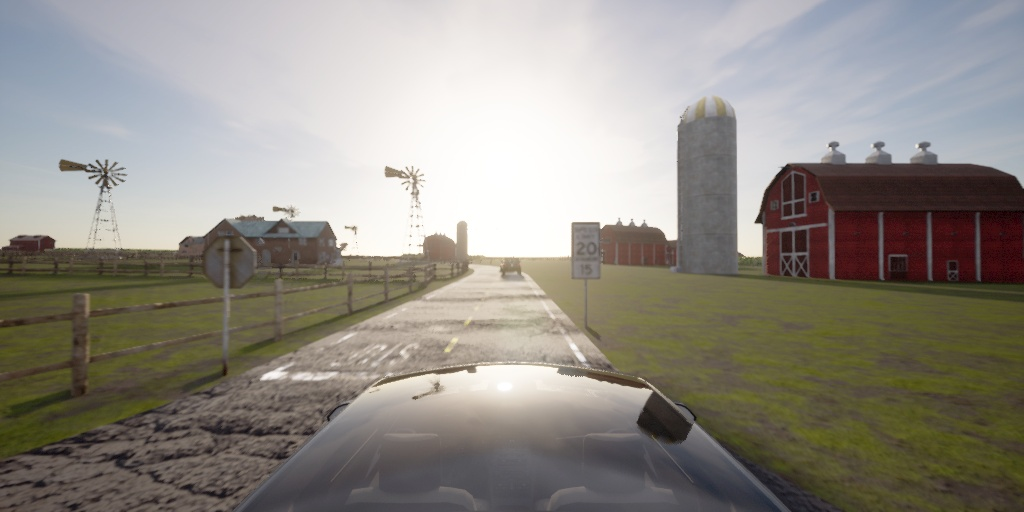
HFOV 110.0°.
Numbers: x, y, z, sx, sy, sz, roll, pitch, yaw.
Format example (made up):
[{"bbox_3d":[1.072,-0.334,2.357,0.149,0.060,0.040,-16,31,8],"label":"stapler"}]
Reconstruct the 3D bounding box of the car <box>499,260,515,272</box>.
[{"bbox_3d":[-0.804,1.432,52.603,1.882,1.535,5.008,0,0,-6],"label":"car"}]

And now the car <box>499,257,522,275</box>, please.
[{"bbox_3d":[-0.067,1.140,41.212,2.150,2.045,5.566,0,0,-2],"label":"car"}]
